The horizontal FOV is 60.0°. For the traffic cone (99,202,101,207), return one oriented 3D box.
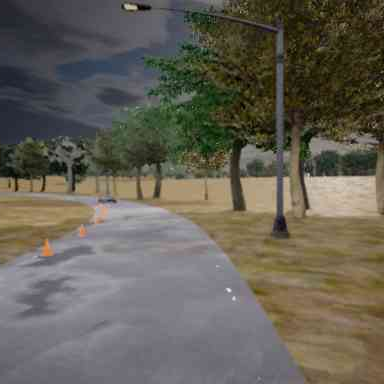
[{"bbox_3d":[-9.440,1.593,35.415,0.340,0.580,0.340,-1,1,-18],"label":"traffic cone"}]

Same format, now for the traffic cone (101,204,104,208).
[{"bbox_3d":[-8.087,1.669,30.739,0.340,0.580,0.340,-1,1,-15],"label":"traffic cone"}]

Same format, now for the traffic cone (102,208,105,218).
[{"bbox_3d":[-6.968,1.739,26.002,0.340,0.580,0.340,-1,1,-12],"label":"traffic cone"}]

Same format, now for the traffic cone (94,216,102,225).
[{"bbox_3d":[-6.083,1.799,21.216,0.340,0.580,0.340,0,1,-9],"label":"traffic cone"}]

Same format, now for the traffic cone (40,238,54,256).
[{"bbox_3d":[-5.025,1.892,11.539,0.340,0.580,0.340,0,0,-3],"label":"traffic cone"}]

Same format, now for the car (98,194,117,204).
[{"bbox_3d":[-12.104,0.981,47.599,1.994,1.385,4.181,-1,1,-28],"label":"car"}]
